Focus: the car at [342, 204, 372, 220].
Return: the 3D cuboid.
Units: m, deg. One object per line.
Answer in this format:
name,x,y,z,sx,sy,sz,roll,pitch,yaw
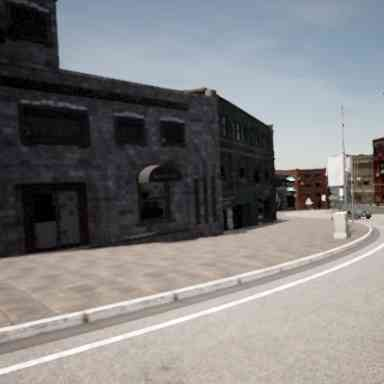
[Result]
car,21.425,2.550,43.561,2.150,2.045,5.566,-3,-3,6
